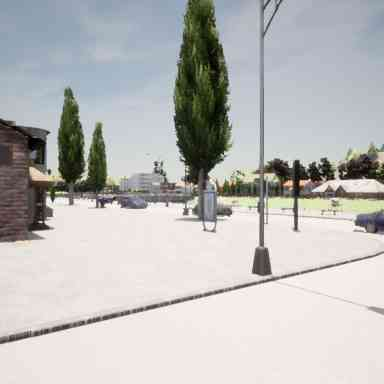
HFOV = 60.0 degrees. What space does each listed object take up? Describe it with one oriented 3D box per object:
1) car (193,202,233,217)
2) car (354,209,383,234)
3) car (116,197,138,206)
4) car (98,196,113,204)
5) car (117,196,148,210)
[{"bbox_3d":[1.891,1.564,30.767,1.994,1.385,4.181,0,0,-36],"label":"car"},{"bbox_3d":[10.850,1.546,16.859,2.033,1.411,5.357,0,0,-18],"label":"car"},{"bbox_3d":[-10.938,1.526,55.800,1.812,1.442,4.674,0,0,-36],"label":"car"},{"bbox_3d":[-16.897,1.478,64.089,1.882,1.535,5.008,0,0,-36],"label":"car"},{"bbox_3d":[-7.646,1.353,44.052,2.097,1.767,4.553,0,0,-36],"label":"car"}]
